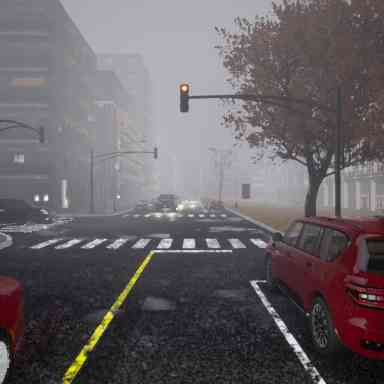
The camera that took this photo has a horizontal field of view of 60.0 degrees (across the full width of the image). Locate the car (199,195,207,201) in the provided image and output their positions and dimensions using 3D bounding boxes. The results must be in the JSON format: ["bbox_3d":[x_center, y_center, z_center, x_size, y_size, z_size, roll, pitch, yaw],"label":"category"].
[{"bbox_3d":[2.819,1.621,88.111,1.887,1.381,4.507,0,0,0],"label":"car"}]

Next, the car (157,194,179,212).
[{"bbox_3d":[-3.033,1.235,40.075,2.150,2.045,5.566,0,0,0],"label":"car"}]

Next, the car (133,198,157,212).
[{"bbox_3d":[-5.634,1.563,38.329,2.008,1.369,4.403,0,0,0],"label":"car"}]

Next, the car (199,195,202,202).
[{"bbox_3d":[2.787,1.625,65.979,1.802,1.307,4.206,0,0,0],"label":"car"}]

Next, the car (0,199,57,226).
[{"bbox_3d":[-11.388,1.231,21.915,4.553,1.767,2.097,1,0,-5],"label":"car"}]

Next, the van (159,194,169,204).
[{"bbox_3d":[-5.594,1.384,65.993,1.690,1.788,3.998,0,0,0],"label":"van"}]

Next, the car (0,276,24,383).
[{"bbox_3d":[-3.066,1.477,2.149,1.882,1.535,5.008,0,0,0],"label":"car"}]

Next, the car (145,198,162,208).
[{"bbox_3d":[-5.618,1.573,49.395,2.008,1.369,4.403,0,0,0],"label":"car"}]

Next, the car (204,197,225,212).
[{"bbox_3d":[2.746,1.557,38.316,1.887,1.381,4.507,0,0,0],"label":"car"}]

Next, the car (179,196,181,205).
[{"bbox_3d":[-3.011,1.528,50.094,1.837,1.490,4.892,0,0,0],"label":"car"}]

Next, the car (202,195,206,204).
[{"bbox_3d":[2.762,1.548,49.552,1.752,1.417,4.829,0,0,0],"label":"car"}]

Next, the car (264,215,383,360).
[{"bbox_3d":[2.700,1.315,5.928,2.192,1.841,5.009,0,0,0],"label":"car"}]

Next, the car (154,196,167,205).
[{"bbox_3d":[-5.602,1.476,60.460,1.967,1.590,4.097,0,0,0],"label":"car"}]

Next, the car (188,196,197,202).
[{"bbox_3d":[0.118,1.587,79.845,1.812,1.442,4.674,0,0,0],"label":"car"}]

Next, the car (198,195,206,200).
[{"bbox_3d":[2.827,1.638,93.643,2.008,1.369,4.403,0,0,0],"label":"car"}]

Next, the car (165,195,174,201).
[{"bbox_3d":[-5.570,1.507,82.591,1.967,1.590,4.097,0,0,0],"label":"car"}]
